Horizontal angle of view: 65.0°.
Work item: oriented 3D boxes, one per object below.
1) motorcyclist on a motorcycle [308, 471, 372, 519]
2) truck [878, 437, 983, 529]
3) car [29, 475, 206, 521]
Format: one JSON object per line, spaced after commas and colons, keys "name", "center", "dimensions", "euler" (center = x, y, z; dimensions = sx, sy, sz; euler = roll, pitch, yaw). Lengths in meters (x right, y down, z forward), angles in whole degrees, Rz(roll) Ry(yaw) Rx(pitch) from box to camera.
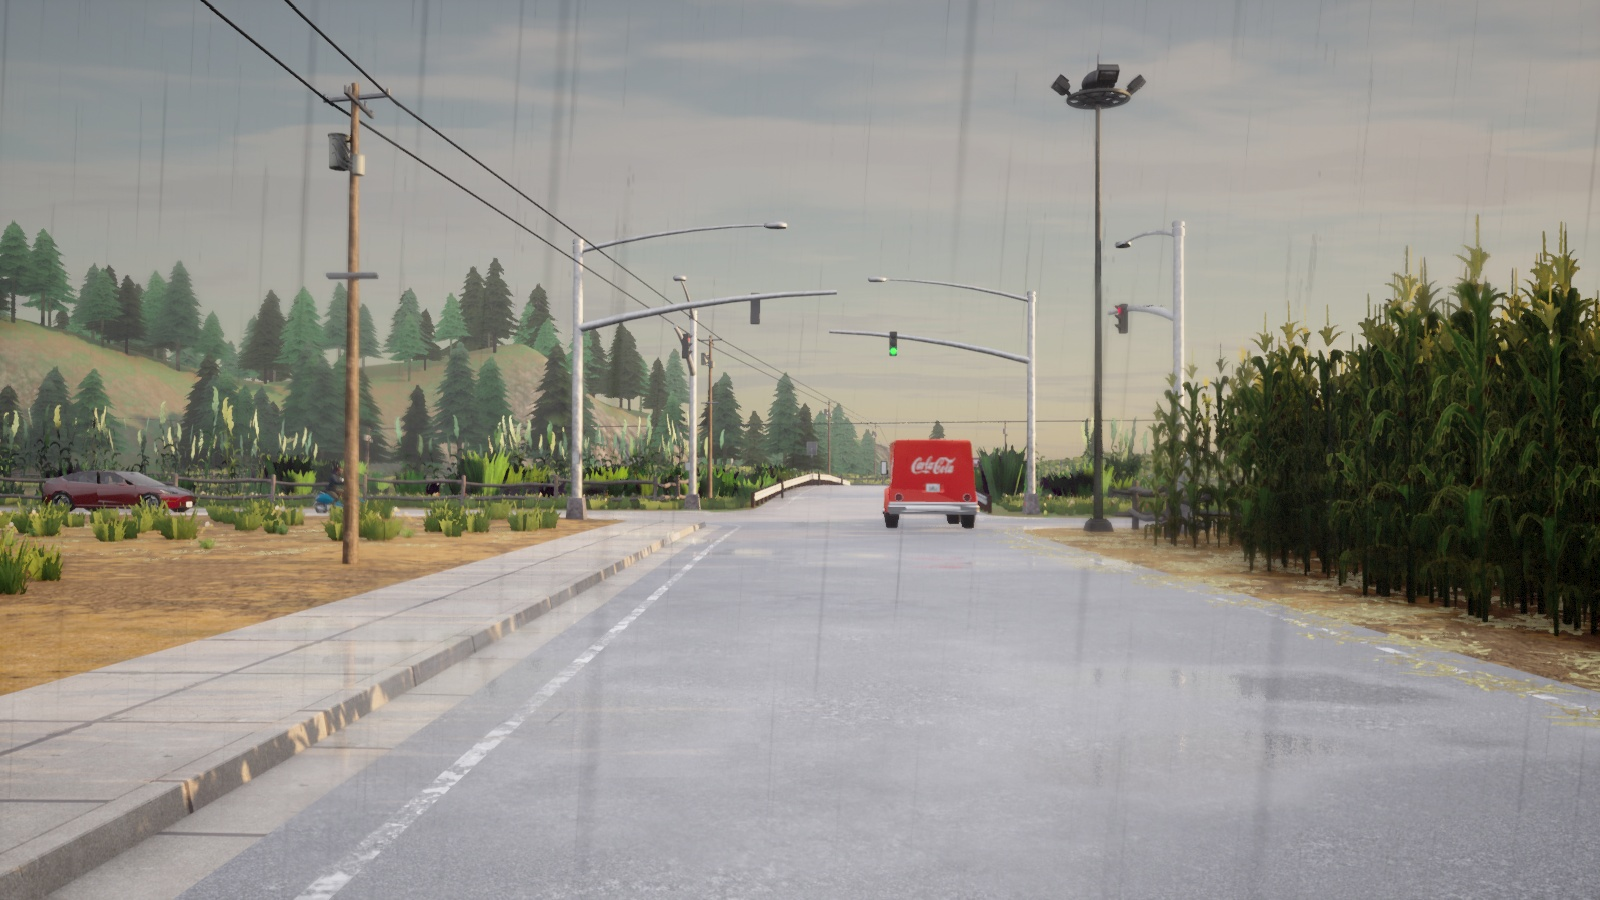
{"name": "motorcyclist on a motorcycle", "center": [-15.328, 1.498, 41.867], "dimensions": [1.817, 1.590, 0.866], "euler": [0, -1, 3]}
{"name": "truck", "center": [3.659, 0.923, 36.318], "dimensions": [2.627, 2.467, 5.204], "euler": [0, -1, 2]}
{"name": "car", "center": [-22.884, 1.581, 42.235], "dimensions": [4.792, 1.488, 2.163], "euler": [0, -1, 3]}
